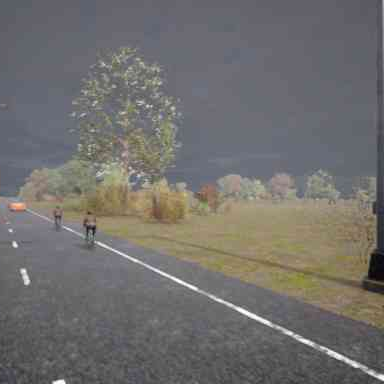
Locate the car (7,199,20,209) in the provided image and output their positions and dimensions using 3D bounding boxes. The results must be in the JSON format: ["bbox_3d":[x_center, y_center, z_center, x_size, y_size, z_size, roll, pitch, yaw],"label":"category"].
[{"bbox_3d":[-35.044,2.279,65.311,2.097,1.767,4.553,0,-1,-30],"label":"car"}]

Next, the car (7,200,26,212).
[{"bbox_3d":[-27.059,2.082,51.726,2.097,1.767,4.553,0,-1,-30],"label":"car"}]

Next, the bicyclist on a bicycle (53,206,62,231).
[{"bbox_3d":[-8.862,1.764,21.986,0.582,1.620,1.656,0,-1,-30],"label":"bicyclist on a bicycle"}]

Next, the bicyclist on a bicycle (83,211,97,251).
[{"bbox_3d":[-4.355,1.654,14.196,0.582,1.620,1.656,0,-1,-30],"label":"bicyclist on a bicycle"}]
